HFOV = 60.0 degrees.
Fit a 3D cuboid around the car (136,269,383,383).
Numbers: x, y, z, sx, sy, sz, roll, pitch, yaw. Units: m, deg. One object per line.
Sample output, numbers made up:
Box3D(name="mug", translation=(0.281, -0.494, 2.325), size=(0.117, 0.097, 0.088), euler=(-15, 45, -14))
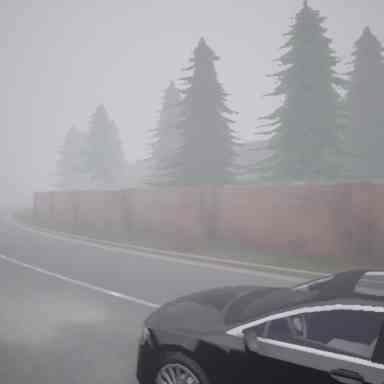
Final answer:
Box3D(name="car", translation=(1.609, 1.500, 2.945), size=(4.902, 1.511, 2.128), euler=(-1, 0, 36))
